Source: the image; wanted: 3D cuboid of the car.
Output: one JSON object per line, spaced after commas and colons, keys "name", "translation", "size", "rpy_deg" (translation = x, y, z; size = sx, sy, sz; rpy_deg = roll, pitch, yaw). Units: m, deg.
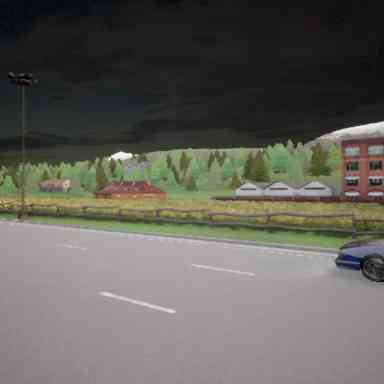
{"name": "car", "translation": [6.425, 1.544, 8.004], "size": [5.357, 1.411, 2.033], "rpy_deg": [0, 0, 36]}
